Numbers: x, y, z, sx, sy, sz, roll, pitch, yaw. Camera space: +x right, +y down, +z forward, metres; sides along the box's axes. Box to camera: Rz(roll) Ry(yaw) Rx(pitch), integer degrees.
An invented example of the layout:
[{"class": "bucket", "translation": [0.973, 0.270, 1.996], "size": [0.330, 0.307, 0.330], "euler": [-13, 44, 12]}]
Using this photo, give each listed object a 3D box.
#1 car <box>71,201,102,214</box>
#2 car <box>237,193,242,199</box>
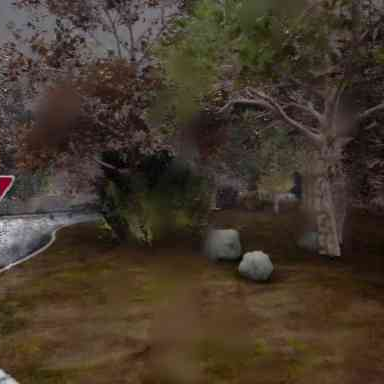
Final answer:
[{"class": "car", "translation": [-10.581, 1.483, 35.109], "size": [1.882, 1.535, 5.008], "euler": [0, 0, 26]}, {"class": "car", "translation": [10.222, 1.018, 71.452], "size": [1.837, 1.490, 4.892], "euler": [0, 0, 25]}]
